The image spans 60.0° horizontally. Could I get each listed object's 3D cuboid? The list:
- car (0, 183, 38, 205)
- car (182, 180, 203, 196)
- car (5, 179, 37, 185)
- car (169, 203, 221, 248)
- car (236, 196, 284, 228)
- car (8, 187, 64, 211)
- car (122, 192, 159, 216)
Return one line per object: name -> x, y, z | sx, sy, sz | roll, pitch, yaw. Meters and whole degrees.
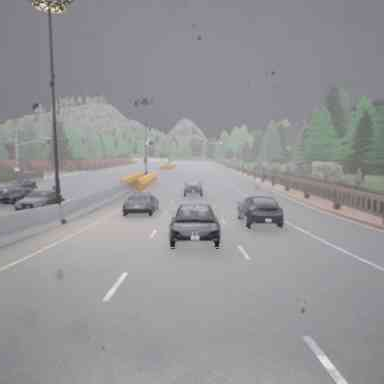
car -> -14.086, 0.341, 26.795 | 1.895, 1.301, 4.718 | 0, 6, 0
car -> 0.118, -0.505, 33.774 | 1.812, 1.442, 4.674 | 0, 6, 0
car -> -17.567, -0.551, 33.890 | 2.128, 1.511, 4.902 | 0, 7, 0
car -> 0.104, 1.203, 13.429 | 2.128, 1.511, 4.902 | 0, 3, 0
car -> 3.605, 0.959, 18.073 | 1.837, 1.490, 4.892 | 0, 3, 0
car -> -10.586, 0.624, 23.318 | 1.994, 1.385, 4.181 | 0, 5, 0
car -> -3.393, 0.691, 22.510 | 1.994, 1.385, 4.181 | 0, 5, 0
